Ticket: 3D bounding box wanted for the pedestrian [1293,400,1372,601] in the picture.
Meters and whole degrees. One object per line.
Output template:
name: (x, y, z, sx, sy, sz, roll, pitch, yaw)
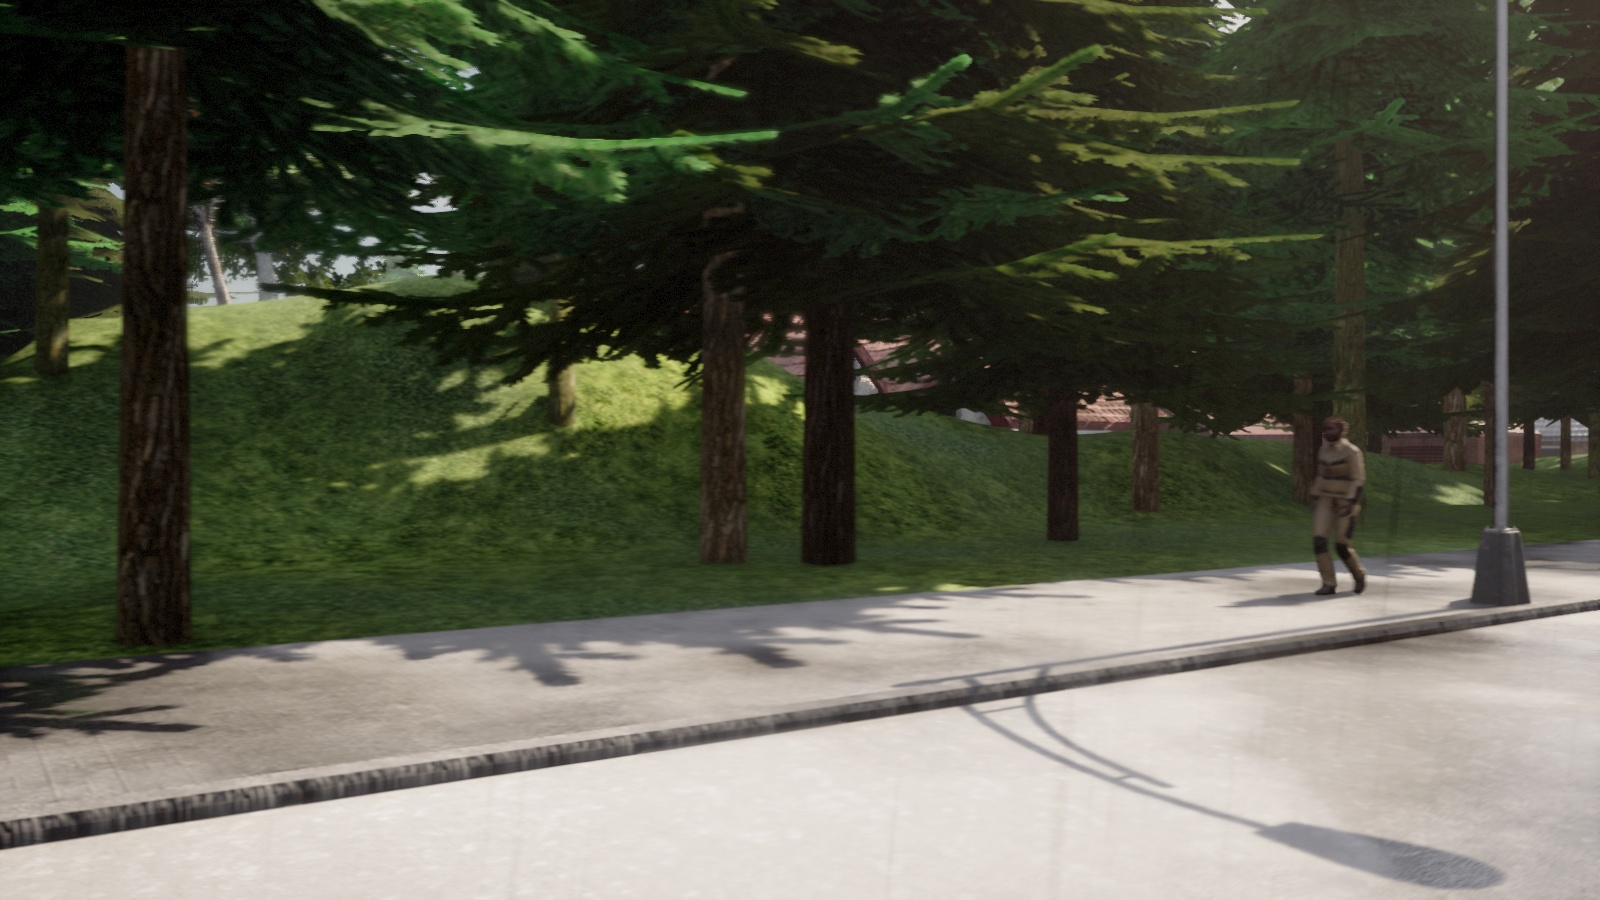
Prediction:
pedestrian: (5.269, 0.483, 12.422, 0.692, 1.930, 0.396, 0, 0, -34)
